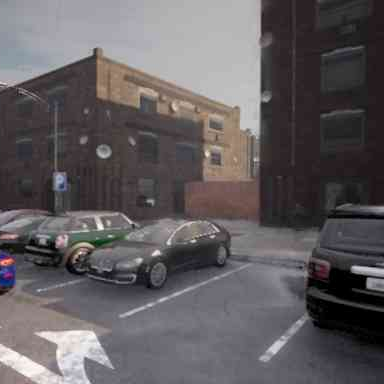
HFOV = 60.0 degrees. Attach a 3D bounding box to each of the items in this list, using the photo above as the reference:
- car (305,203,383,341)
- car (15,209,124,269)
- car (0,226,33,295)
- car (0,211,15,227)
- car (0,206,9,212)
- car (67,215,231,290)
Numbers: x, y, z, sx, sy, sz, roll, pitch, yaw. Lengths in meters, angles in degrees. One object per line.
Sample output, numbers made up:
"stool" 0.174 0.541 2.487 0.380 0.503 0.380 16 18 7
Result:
"car" 3.852 1.230 6.242 2.435 2.045 5.566 0 0 36
"car" -2.919 1.386 11.000 2.185 1.767 4.553 0 0 36
"car" -5.774 1.558 7.497 4.674 1.442 1.812 0 0 36
"car" -5.147 1.557 12.624 2.002 1.452 4.674 0 0 36
"car" -7.386 1.521 14.232 2.097 1.535 5.008 0 0 36
"car" -0.648 1.505 9.426 2.231 1.521 4.892 0 0 36
